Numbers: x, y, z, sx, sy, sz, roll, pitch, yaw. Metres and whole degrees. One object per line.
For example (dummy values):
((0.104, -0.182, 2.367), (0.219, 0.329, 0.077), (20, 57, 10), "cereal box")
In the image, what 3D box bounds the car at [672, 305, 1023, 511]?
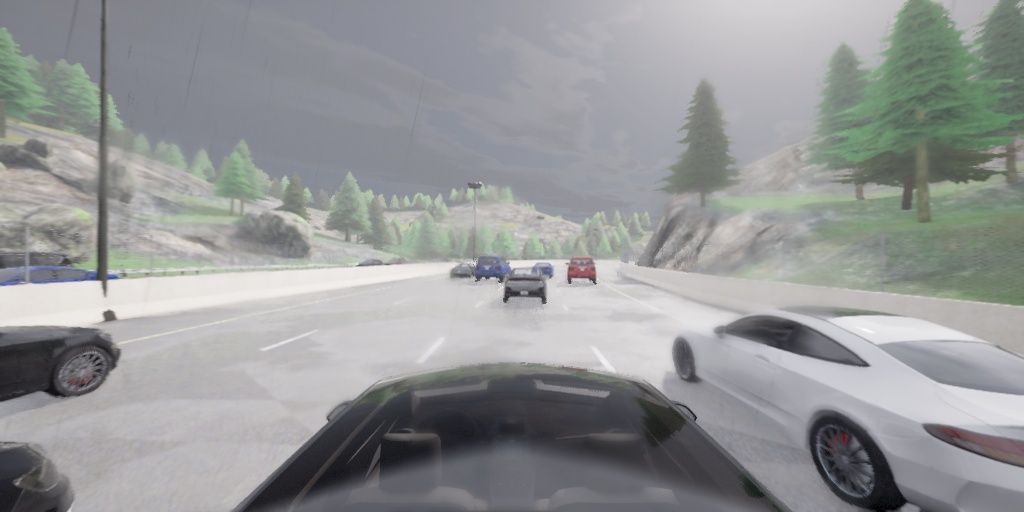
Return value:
((3.634, 1.312, 4.224), (1.812, 1.442, 4.674), (0, 0, 1), "car")

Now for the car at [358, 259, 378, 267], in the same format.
((-21.423, 1.193, 54.770), (1.837, 1.490, 4.892), (0, 0, 15), "car")

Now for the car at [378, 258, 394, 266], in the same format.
((-17.774, 1.073, 54.937), (2.097, 1.767, 4.553), (0, 0, 15), "car")

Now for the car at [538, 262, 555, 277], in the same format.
((3.091, 1.331, 34.956), (1.882, 1.535, 5.008), (0, 0, 10), "car")

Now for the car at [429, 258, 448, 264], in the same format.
((-10.822, 1.130, 53.833), (2.097, 1.767, 4.553), (0, 0, 15), "car")

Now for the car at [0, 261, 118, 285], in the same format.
((-17.266, 1.105, 12.703), (1.882, 1.535, 5.008), (0, 0, 3), "car")

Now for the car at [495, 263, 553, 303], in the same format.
((0.706, 1.284, 16.906), (2.128, 1.511, 4.902), (0, 0, 5), "car")

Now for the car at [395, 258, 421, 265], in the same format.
((-14.772, 1.305, 52.582), (1.994, 1.385, 4.181), (0, 0, 15), "car")

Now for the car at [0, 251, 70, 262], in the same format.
((-20.718, 0.824, 13.843), (2.150, 2.045, 5.566), (0, 0, 3), "car")

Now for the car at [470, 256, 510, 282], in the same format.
((-1.452, 1.025, 29.288), (2.150, 2.045, 5.566), (0, 0, 9), "car")

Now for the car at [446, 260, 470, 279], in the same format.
((-4.271, 1.351, 33.428), (1.994, 1.385, 4.181), (0, 0, 10), "car")

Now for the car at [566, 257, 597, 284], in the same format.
((5.551, 1.084, 28.807), (2.150, 2.045, 5.566), (0, 0, 9), "car")

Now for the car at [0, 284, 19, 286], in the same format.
((-6.862, 1.221, 3.459), (1.812, 1.442, 4.674), (0, 0, 0), "car")
